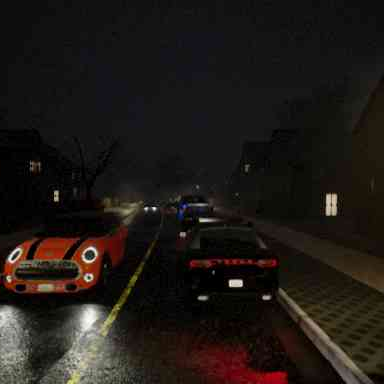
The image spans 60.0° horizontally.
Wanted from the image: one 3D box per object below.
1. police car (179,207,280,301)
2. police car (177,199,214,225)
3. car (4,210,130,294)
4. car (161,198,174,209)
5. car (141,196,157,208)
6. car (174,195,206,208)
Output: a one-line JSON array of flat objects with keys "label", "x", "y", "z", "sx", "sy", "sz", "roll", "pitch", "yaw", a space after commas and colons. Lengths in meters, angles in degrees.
[{"label": "police car", "x": 0.713, "y": 1.417, "z": 8.475, "sx": 1.930, "sy": 1.638, "sz": 5.238, "roll": 0, "pitch": 0, "yaw": -1}, {"label": "police car", "x": 0.334, "y": 1.427, "z": 18.533, "sx": 1.930, "sy": 1.638, "sz": 5.238, "roll": 0, "pitch": 0, "yaw": -3}, {"label": "car", "x": -3.026, "y": 1.347, "z": 8.980, "sx": 2.097, "sy": 1.767, "sz": 4.553, "roll": 0, "pitch": 0, "yaw": -2}, {"label": "car", "x": -2.813, "y": 1.697, "z": 45.619, "sx": 1.895, "sy": 1.301, "sz": 4.718, "roll": 0, "pitch": 0, "yaw": -7}, {"label": "car", "x": -6.463, "y": 1.695, "z": 51.432, "sx": 2.033, "sy": 1.411, "sz": 5.357, "roll": 0, "pitch": 0, "yaw": -8}, {"label": "car", "x": -0.015, "y": 1.239, "z": 24.483, "sx": 2.150, "sy": 2.045, "sz": 5.566, "roll": 0, "pitch": 0, "yaw": -4}]
